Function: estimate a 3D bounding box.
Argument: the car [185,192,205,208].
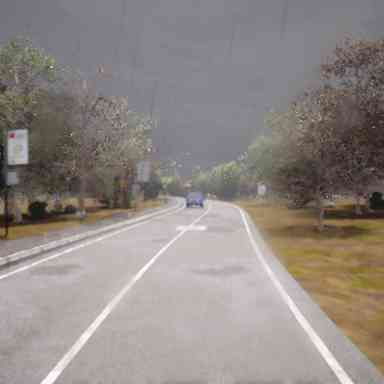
[{"bbox_3d":[0.433,0.990,42.969,2.150,2.045,5.566,0,0,4],"label":"car"}]
